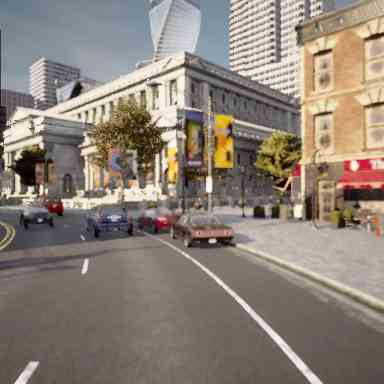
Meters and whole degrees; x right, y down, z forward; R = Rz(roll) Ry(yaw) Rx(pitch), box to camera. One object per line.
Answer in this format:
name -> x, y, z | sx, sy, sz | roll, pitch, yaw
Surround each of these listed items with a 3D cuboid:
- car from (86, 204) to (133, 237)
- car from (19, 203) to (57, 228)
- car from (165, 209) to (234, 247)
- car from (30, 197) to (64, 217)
car -> -4.994, 1.512, 19.666 | 2.097, 1.767, 4.553 | 0, 0, -24
car -> -11.373, 1.745, 24.198 | 1.812, 1.442, 4.674 | 0, -1, -32
car -> 0.243, 1.704, 15.605 | 1.895, 1.301, 4.718 | 0, 0, -16
car -> -15.447, 1.533, 34.955 | 2.150, 2.045, 5.566 | 0, -1, -43
